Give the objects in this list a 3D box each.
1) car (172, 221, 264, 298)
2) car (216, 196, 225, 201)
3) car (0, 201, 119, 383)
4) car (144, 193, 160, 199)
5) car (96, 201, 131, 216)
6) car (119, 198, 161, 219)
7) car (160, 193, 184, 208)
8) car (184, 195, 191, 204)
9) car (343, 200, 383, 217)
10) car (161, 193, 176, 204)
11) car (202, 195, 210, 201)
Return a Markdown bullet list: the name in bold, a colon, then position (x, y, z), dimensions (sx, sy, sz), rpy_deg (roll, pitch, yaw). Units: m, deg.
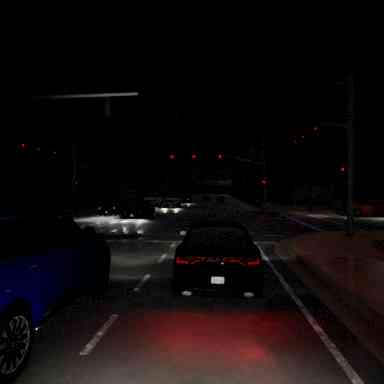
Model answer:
- **car**: position (0.654, 1.478, 8.615), dimensions (1.882, 1.535, 5.008), rpy_deg (0, 0, 4)
- **car**: position (6.982, 1.553, 81.771), dimensions (1.994, 1.385, 4.181), rpy_deg (0, 0, 5)
- **car**: position (-3.069, 1.221, 5.509), dimensions (2.150, 2.045, 5.566), rpy_deg (0, 0, 3)
- **car**: position (-6.141, 1.223, 51.599), dimensions (2.150, 2.045, 5.566), rpy_deg (0, 0, 5)
- **car**: position (-7.765, 1.601, 33.326), dimensions (1.895, 1.301, 4.718), rpy_deg (0, 0, 6)
- **car**: position (-4.620, 1.547, 29.847), dimensions (2.033, 1.411, 5.357), rpy_deg (0, 0, 7)
- **car**: position (-2.850, 1.218, 48.947), dimensions (2.150, 2.045, 5.566), rpy_deg (0, 0, 5)
- **car**: position (-1.348, 1.351, 66.265), dimensions (2.097, 1.767, 4.553), rpy_deg (0, 0, 5)
- **car**: position (16.775, 1.478, 30.962), dimensions (5.008, 1.535, 1.882), rpy_deg (0, 0, 5)
- **car**: position (-4.738, 1.221, 67.577), dimensions (2.150, 2.045, 5.566), rpy_deg (0, 0, 5)
- **car**: position (3.579, 1.524, 83.101), dimensions (1.812, 1.442, 4.674), rpy_deg (0, 0, 5)
